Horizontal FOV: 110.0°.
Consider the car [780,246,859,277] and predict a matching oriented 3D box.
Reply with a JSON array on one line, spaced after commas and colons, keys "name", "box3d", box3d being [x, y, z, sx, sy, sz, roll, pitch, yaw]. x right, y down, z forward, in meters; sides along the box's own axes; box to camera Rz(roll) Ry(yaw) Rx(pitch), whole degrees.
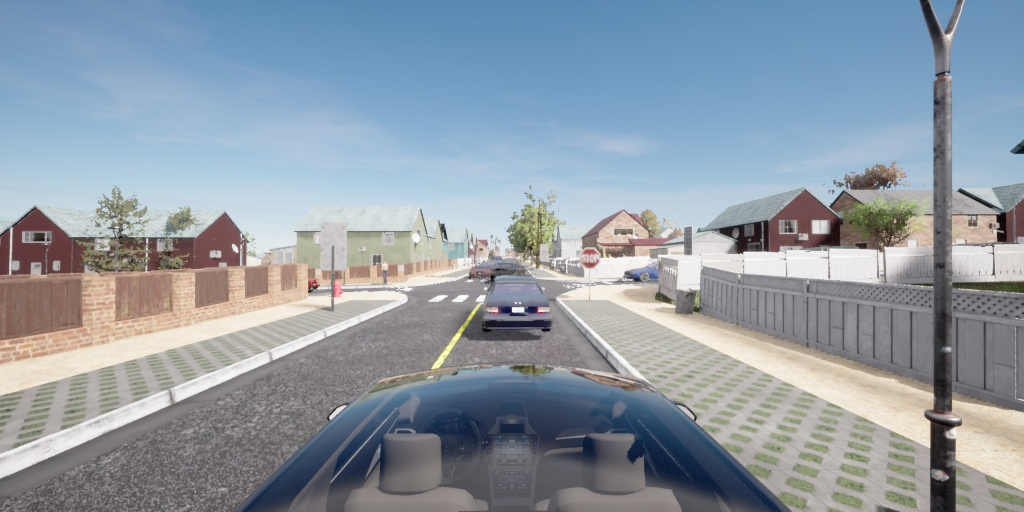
[{"name": "car", "box3d": [20.688, 0.409, 24.395, 5.566, 2.045, 2.150, -2, -1, 0]}]

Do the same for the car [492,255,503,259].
[{"name": "car", "box3d": [-2.704, 0.958, 62.526, 2.150, 2.045, 5.566, 0, 1, 0]}]

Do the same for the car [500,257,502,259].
[{"name": "car", "box3d": [-2.748, 1.275, 51.635, 1.812, 1.442, 4.674, 0, 0, 0]}]

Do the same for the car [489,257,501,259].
[{"name": "car", "box3d": [-2.770, 1.243, 41.768, 2.128, 1.511, 4.902, 0, 0, 0]}]

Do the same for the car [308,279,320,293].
[{"name": "car", "box3d": [-14.082, 1.672, 21.269, 4.718, 1.301, 1.895, -2, -1, 1]}]

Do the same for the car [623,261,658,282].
[{"name": "car", "box3d": [10.409, 1.013, 24.385, 5.357, 1.411, 2.033, -2, -1, 1]}]

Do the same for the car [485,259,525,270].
[{"name": "car", "box3d": [-0.242, 1.257, 28.762, 1.837, 1.490, 4.892, 3, 1, 17]}]

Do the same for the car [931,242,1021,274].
[{"name": "car", "box3d": [31.406, 0.122, 24.426, 5.566, 2.045, 2.150, -2, -1, 0]}]

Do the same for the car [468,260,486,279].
[{"name": "car", "box3d": [-2.792, 1.316, 32.801, 1.994, 1.385, 4.181, 0, 0, 0]}]

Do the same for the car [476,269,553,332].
[{"name": "car", "box3d": [0.093, 1.300, 10.848, 2.033, 1.411, 5.357, 0, 0, -1]}]

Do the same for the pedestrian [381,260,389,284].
[{"name": "pedestrian", "box3d": [-9.644, 1.212, 27.177, 0.375, 1.860, 0.375, 0, 0, 0]}]
